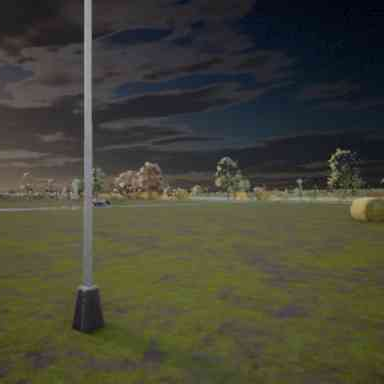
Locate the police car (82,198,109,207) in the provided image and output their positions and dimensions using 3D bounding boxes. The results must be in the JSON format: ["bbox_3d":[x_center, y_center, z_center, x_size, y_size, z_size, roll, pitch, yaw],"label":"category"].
[{"bbox_3d":[-17.340,1.834,59.950,1.930,1.638,5.238,-1,-1,35],"label":"police car"}]
